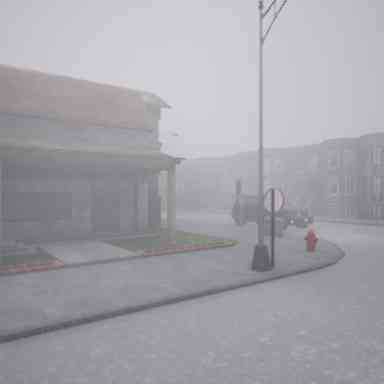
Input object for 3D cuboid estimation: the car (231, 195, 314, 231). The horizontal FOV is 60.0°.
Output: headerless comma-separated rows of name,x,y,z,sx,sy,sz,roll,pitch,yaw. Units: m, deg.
car,4.870,1.213,21.071,2.150,2.045,5.566,0,0,-35
